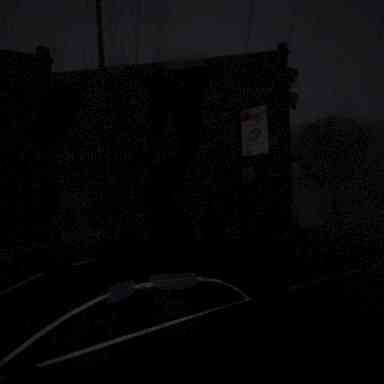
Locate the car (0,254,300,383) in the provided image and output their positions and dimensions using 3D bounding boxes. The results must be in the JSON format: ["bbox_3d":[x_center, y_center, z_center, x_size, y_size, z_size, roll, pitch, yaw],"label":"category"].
[{"bbox_3d":[-0.996,1.488,3.295,4.902,1.511,2.128,0,0,-36],"label":"car"}]
